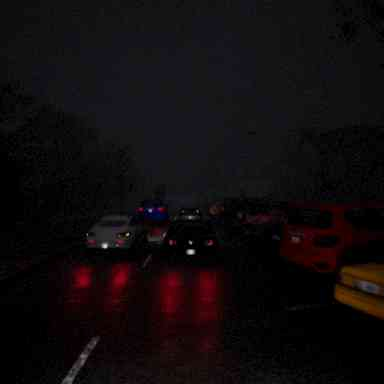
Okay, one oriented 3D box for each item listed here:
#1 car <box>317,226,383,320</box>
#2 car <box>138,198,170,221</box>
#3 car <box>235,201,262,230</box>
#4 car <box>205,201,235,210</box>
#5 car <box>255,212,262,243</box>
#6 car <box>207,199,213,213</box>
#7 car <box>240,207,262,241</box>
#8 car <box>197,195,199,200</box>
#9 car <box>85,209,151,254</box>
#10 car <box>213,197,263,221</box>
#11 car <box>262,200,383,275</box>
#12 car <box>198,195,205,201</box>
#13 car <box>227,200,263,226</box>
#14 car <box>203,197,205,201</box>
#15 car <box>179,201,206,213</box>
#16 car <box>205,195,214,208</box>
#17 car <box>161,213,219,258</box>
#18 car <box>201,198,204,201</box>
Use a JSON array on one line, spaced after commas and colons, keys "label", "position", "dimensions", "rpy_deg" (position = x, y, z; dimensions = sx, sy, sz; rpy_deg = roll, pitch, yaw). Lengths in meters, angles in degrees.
[{"label": "car", "position": [5.233, 1.544, 6.213], "dimensions": [5.366, 1.575, 1.946], "rpy_deg": [1, -1, -20]}, {"label": "car", "position": [-3.125, 1.510, 27.596], "dimensions": [2.150, 2.045, 5.566], "rpy_deg": [0, 0, 0]}, {"label": "car", "position": [5.026, 1.534, 18.161], "dimensions": [4.553, 1.767, 2.185], "rpy_deg": [1, 0, -20]}, {"label": "car", "position": [4.764, 2.271, 57.155], "dimensions": [4.674, 1.452, 2.002], "rpy_deg": [1, 0, -20]}, {"label": "car", "position": [5.054, 1.629, 12.165], "dimensions": [4.792, 1.488, 2.163], "rpy_deg": [1, -1, -20]}, {"label": "car", "position": [4.712, 1.886, 36.086], "dimensions": [5.366, 1.575, 1.946], "rpy_deg": [1, -1, -20]}, {"label": "car", "position": [5.018, 1.630, 15.149], "dimensions": [4.892, 1.521, 2.231], "rpy_deg": [1, 0, -20]}, {"label": "car", "position": [4.650, 2.116, 72.162], "dimensions": [5.566, 2.045, 2.435], "rpy_deg": [1, 0, -20]}, {"label": "car", "position": [-3.031, 1.655, 13.917], "dimensions": [1.812, 1.442, 4.674], "rpy_deg": [0, 0, 0]}, {"label": "car", "position": [4.967, 1.513, 27.174], "dimensions": [5.566, 2.045, 2.435], "rpy_deg": [1, -1, -20]}, {"label": "car", "position": [5.074, 1.321, 9.164], "dimensions": [5.566, 2.045, 2.435], "rpy_deg": [1, -1, -20]}, {"label": "car", "position": [4.754, 2.047, 63.182], "dimensions": [5.566, 2.045, 2.435], "rpy_deg": [1, -1, -20]}, {"label": "car", "position": [4.946, 1.565, 21.146], "dimensions": [4.553, 1.767, 2.185], "rpy_deg": [1, -1, -20]}, {"label": "car", "position": [4.811, 2.061, 54.169], "dimensions": [4.553, 1.767, 2.185], "rpy_deg": [1, -1, -20]}, {"label": "car", "position": [-0.122, 1.790, 28.562], "dimensions": [2.128, 1.511, 4.902], "rpy_deg": [0, -1, 0]}, {"label": "car", "position": [4.848, 1.689, 39.142], "dimensions": [5.566, 2.045, 2.435], "rpy_deg": [1, -1, -20]}, {"label": "car", "position": [-0.034, 1.724, 13.273], "dimensions": [1.895, 1.301, 4.718], "rpy_deg": [0, -1, 0]}, {"label": "car", "position": [4.769, 2.295, 60.180], "dimensions": [4.792, 1.488, 2.163], "rpy_deg": [1, -1, -20]}]
